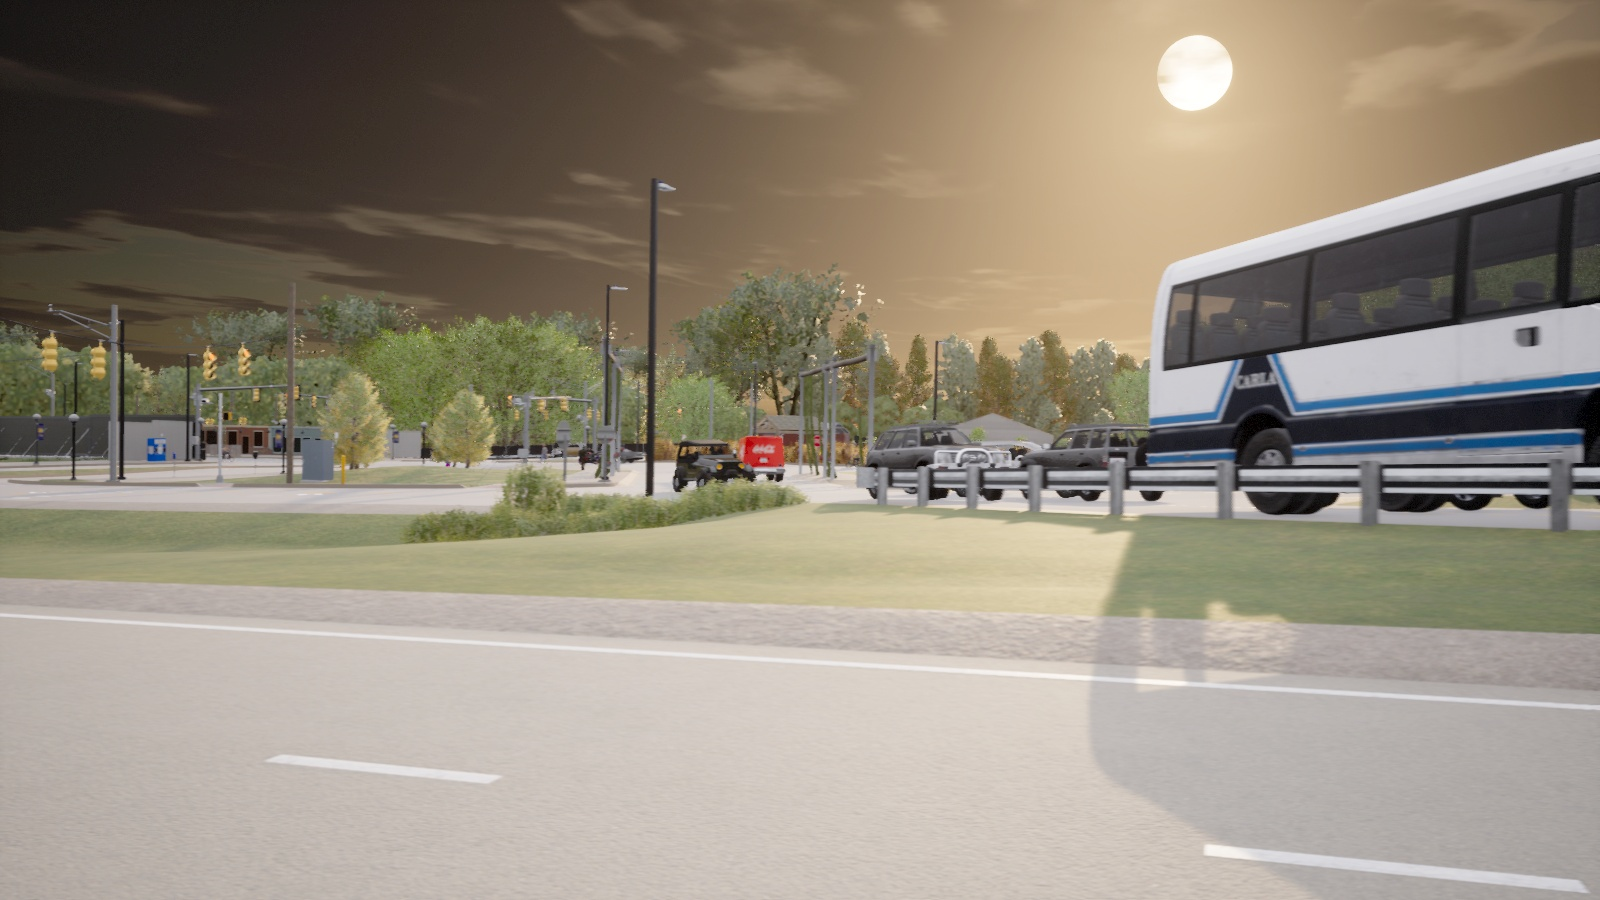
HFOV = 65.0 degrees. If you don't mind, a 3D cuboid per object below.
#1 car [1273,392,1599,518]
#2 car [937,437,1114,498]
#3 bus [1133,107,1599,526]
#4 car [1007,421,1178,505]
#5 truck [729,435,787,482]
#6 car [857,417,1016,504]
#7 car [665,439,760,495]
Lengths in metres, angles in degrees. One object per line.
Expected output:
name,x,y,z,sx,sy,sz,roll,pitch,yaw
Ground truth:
car,10.439,0.138,21.036,1.932,1.855,4.605,1,-2,-26
car,6.512,0.521,36.269,4.611,1.667,2.242,-1,-1,26
bus,8.984,-1.190,16.097,3.944,4.253,10.273,2,-3,-20
car,6.931,0.354,30.298,1.932,1.855,4.605,1,-2,-18
truck,-2.429,0.522,71.360,2.627,2.467,5.204,1,-2,-9
car,3.074,0.281,29.346,1.932,1.855,4.605,1,-2,-19
car,-3.117,0.554,44.087,1.905,1.878,3.866,-1,1,-27
